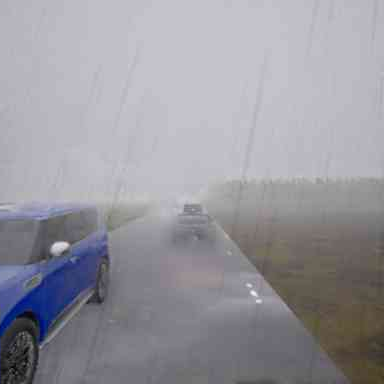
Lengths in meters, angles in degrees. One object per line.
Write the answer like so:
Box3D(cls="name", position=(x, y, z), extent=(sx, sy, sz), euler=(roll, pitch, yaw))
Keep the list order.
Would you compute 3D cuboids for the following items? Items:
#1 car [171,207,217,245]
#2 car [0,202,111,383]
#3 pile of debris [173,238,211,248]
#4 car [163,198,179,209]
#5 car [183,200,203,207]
Box3D(cls="car", position=(0.087, 1.611, 15.581), extent=(1.895, 1.301, 4.718), euler=(0, 0, 0))
Box3D(cls="car", position=(-2.852, 1.223, 5.223), extent=(2.150, 2.045, 5.566), euler=(0, 0, 0))
Box3D(cls="pile of debris", position=(-0.001, 2.185, 14.296), extent=(1.500, 0.140, 1.860), euler=(0, 0, 0))
Box3D(cls="car", position=(-2.840, 1.561, 45.859), extent=(1.837, 1.490, 4.892), euler=(0, 0, 0))
Box3D(cls="car", position=(0.097, 1.514, 33.844), extent=(1.882, 1.535, 5.008), euler=(0, 0, 0))
